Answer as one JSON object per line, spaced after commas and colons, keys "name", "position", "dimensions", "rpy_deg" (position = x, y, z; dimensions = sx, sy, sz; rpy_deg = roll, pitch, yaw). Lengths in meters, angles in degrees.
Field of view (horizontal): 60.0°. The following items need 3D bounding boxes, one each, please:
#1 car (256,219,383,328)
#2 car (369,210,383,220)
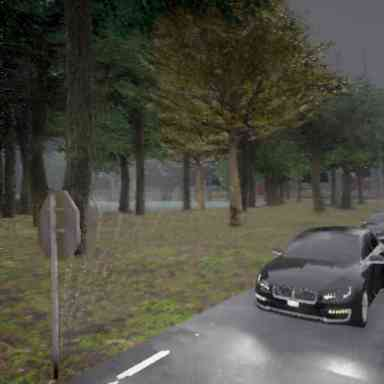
{"name": "car", "position": [3.106, 1.571, 7.359], "dimensions": [1.837, 1.490, 4.892], "rpy_deg": [-1, -1, 37]}
{"name": "car", "position": [9.060, 1.598, 15.264], "dimensions": [1.837, 1.490, 4.892], "rpy_deg": [-1, -1, 37]}
